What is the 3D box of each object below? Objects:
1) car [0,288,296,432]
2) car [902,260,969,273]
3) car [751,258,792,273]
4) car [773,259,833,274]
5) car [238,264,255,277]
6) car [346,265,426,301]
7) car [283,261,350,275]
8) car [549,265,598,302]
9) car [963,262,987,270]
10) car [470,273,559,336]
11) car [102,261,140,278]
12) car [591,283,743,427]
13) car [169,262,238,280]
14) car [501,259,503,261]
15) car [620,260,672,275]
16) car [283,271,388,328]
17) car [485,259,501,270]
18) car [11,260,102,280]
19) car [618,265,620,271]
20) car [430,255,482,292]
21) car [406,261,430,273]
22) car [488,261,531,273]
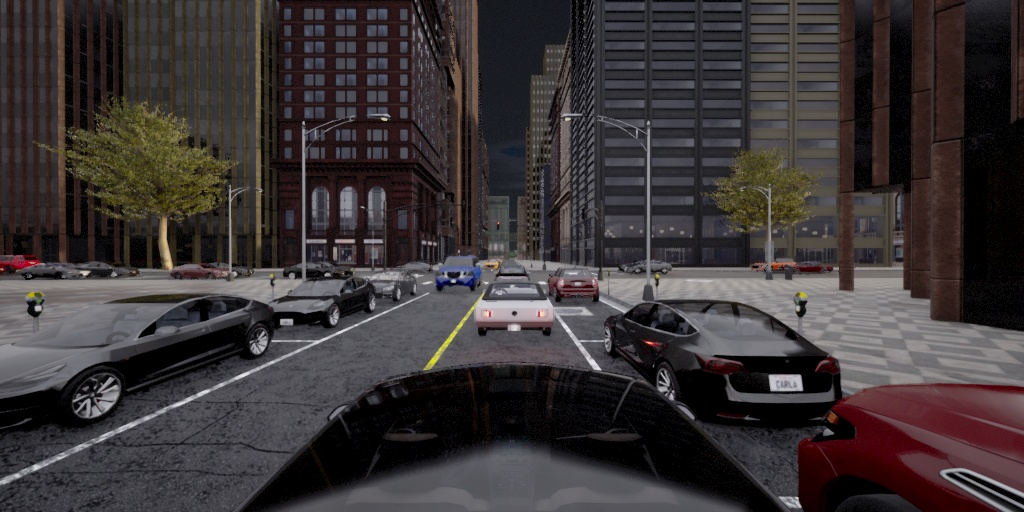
[{"bbox_3d":[-5.758,1.316,5.698,1.948,1.339,4.313,0,0,0],"label":"car"},{"bbox_3d":[49.204,1.217,41.759,5.357,1.411,2.033,0,0,0],"label":"car"},{"bbox_3d":[30.557,1.011,41.829,4.553,1.767,2.097,0,0,0],"label":"car"},{"bbox_3d":[31.458,1.274,38.582,4.718,1.301,1.895,0,0,0],"label":"car"},{"bbox_3d":[-27.923,1.339,35.057,4.892,1.490,1.837,0,0,0],"label":"car"},{"bbox_3d":[-5.748,1.302,16.971,2.007,1.370,4.403,0,0,0],"label":"car"},{"bbox_3d":[-17.520,1.298,31.824,5.008,1.535,1.882,0,0,-1],"label":"car"},{"bbox_3d":[2.777,1.191,16.965,1.967,1.591,4.097,0,0,0],"label":"car"},{"bbox_3d":[49.178,1.295,38.509,4.718,1.301,1.895,0,0,0],"label":"car"},{"bbox_3d":[0.073,1.351,10.399,1.895,1.301,4.718,0,0,0],"label":"car"},{"bbox_3d":[-39.370,1.370,35.058,4.892,1.490,1.837,0,0,0],"label":"car"},{"bbox_3d":[2.767,1.316,5.693,1.948,1.339,4.313,0,0,0],"label":"car"},{"bbox_3d":[-27.582,1.374,31.810,4.674,1.442,1.812,0,0,0],"label":"car"},{"bbox_3d":[-3.013,1.272,62.748,2.128,1.511,4.902,0,0,0],"label":"car"},{"bbox_3d":[14.653,1.200,38.575,4.902,1.511,2.128,0,0,-2],"label":"car"},{"bbox_3d":[-5.753,1.316,11.334,1.948,1.339,4.313,0,0,0],"label":"car"},{"bbox_3d":[-3.005,1.249,53.456,1.882,1.535,5.008,0,0,0],"label":"car"},{"bbox_3d":[-40.307,1.376,31.804,4.902,1.511,2.128,0,0,0],"label":"car"},{"bbox_3d":[14.870,1.197,41.813,4.892,1.490,1.837,0,0,0],"label":"car"},{"bbox_3d":[-3.088,0.971,21.693,2.150,2.045,5.566,0,0,0],"label":"car"},{"bbox_3d":[-11.373,1.319,41.779,4.181,1.385,1.994,0,0,0],"label":"car"},{"bbox_3d":[0.018,1.243,19.609,2.128,1.511,4.902,0,0,0],"label":"car"}]
